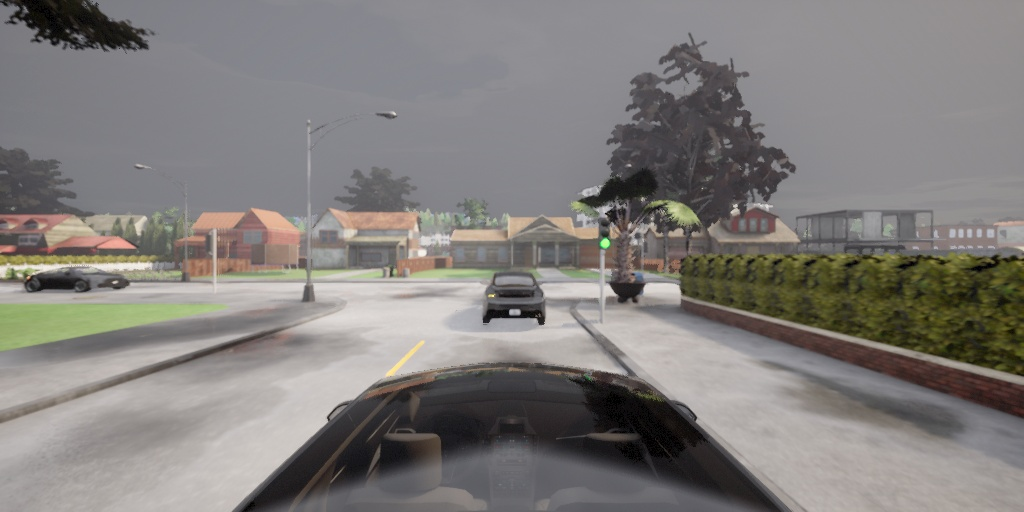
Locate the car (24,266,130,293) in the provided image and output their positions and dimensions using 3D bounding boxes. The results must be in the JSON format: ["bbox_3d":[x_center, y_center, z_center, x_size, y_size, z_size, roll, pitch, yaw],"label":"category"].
[{"bbox_3d":[-24.194,1.282,20.056,4.181,1.385,1.994,0,0,0],"label":"car"}]

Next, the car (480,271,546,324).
[{"bbox_3d":[0.016,1.238,11.904,1.837,1.490,4.892,0,0,-1],"label":"car"}]
